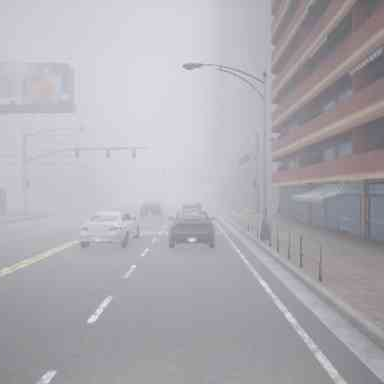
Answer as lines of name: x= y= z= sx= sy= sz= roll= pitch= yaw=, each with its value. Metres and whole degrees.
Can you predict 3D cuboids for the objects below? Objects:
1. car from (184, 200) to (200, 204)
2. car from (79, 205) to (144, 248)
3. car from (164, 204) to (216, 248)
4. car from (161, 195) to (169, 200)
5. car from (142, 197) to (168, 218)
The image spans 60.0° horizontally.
car: x=0.000 y=1.483 z=29.650 sx=1.882 sy=1.535 sz=5.008 roll=0 pitch=0 yaw=0
car: x=-3.500 y=1.531 z=14.650 sx=1.812 sy=1.442 sz=4.674 roll=0 pitch=0 yaw=0
car: x=0.000 y=1.514 z=14.650 sx=1.837 sy=1.490 sz=4.892 roll=0 pitch=0 yaw=0
car: x=-7.000 y=1.518 z=87.083 sx=2.128 sy=1.511 sz=4.902 roll=0 pitch=0 yaw=0
car: x=-3.500 y=1.515 z=29.650 sx=1.837 sy=1.490 sz=4.892 roll=0 pitch=0 yaw=0
